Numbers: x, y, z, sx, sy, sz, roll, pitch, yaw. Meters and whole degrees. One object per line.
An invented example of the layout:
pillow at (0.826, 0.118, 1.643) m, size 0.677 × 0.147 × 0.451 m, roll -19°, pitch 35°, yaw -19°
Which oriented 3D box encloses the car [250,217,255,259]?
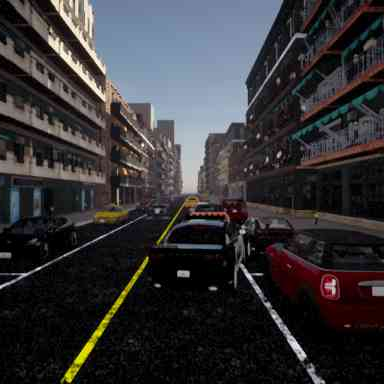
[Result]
car at (2.708, 1.549, 12.310) m, size 2.008 × 1.369 × 4.403 m, roll 0°, pitch 0°, yaw 0°

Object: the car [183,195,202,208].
car at (0.064, 1.464, 45.559) m, size 1.882 × 1.535 × 5.008 m, roll 0°, pitch 0°, yaw 0°

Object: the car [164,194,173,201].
car at (-5.584, 1.408, 79.962) m, size 1.967 × 1.590 × 4.097 m, roll 0°, pitch 0°, yaw 0°

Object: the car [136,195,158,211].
car at (-5.636, 1.429, 40.508) m, size 1.967 × 1.590 × 4.097 m, roll 0°, pitch 0°, yaw 0°

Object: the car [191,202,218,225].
car at (0.856, 1.521, 24.803) m, size 1.812 × 1.442 × 4.674 m, roll 0°, pitch 0°, yaw 0°

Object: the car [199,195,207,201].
car at (2.803, 1.509, 85.584) m, size 1.887 × 1.381 × 4.507 m, roll 0°, pitch 0°, yaw 0°

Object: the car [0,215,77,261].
car at (-5.673, 1.564, 12.324) m, size 1.947 × 1.339 × 4.313 m, roll 0°, pitch 0°, yaw 0°

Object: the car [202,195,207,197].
car at (2.789, 1.497, 74.481) m, size 1.752 × 1.417 × 4.829 m, roll 0°, pitch 0°, yaw 0°

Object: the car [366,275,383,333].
car at (2.693, 1.545, 1.038) m, size 1.887 × 1.381 × 4.507 m, roll 0°, pitch 0°, yaw 0°

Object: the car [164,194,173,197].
car at (-5.591, 1.287, 74.326) m, size 2.192 × 1.841 × 5.009 m, roll 0°, pitch 0°, yaw 0°

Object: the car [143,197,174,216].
car at (-3.058, 1.483, 31.915) m, size 2.128 × 1.511 × 4.902 m, roll 0°, pitch 0°, yaw 0°

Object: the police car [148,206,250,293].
police car at (0.400, 1.421, 9.148) m, size 1.930 × 1.638 × 5.238 m, roll -1°, pitch 0°, yaw 13°

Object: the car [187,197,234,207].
car at (0.924, 1.348, 18.781) m, size 2.097 × 1.767 × 4.553 m, roll 0°, pitch 0°, yaw 0°

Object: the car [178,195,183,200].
car at (-2.881, 1.562, 91.308) m, size 1.895 × 1.301 × 4.718 m, roll 0°, pitch 0°, yaw 0°

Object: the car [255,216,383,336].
car at (2.701, 1.439, 6.675) m, size 1.967 × 1.590 × 4.097 m, roll 0°, pitch 0°, yaw 0°

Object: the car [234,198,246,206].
car at (2.724, 1.310, 23.584) m, size 2.192 × 1.841 × 5.009 m, roll 0°, pitch 0°, yaw 0°

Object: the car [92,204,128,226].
car at (-5.658, 1.521, 23.428) m, size 1.752 × 1.417 × 4.829 m, roll 0°, pitch 0°, yaw 0°

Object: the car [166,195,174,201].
car at (-5.577, 1.509, 85.599) m, size 1.887 × 1.381 × 4.507 m, roll 0°, pitch 0°, yaw 0°

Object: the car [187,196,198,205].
car at (0.078, 1.457, 60.189) m, size 1.882 × 1.535 × 5.008 m, roll 0°, pitch 0°, yaw 0°
